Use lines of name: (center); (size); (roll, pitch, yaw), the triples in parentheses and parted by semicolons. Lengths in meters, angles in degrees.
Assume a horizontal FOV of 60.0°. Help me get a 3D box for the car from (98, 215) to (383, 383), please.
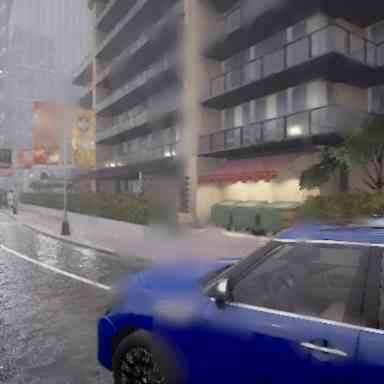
car: (1.567, 1.237, 2.950); (5.566, 2.045, 2.150); (0, 0, 37)
